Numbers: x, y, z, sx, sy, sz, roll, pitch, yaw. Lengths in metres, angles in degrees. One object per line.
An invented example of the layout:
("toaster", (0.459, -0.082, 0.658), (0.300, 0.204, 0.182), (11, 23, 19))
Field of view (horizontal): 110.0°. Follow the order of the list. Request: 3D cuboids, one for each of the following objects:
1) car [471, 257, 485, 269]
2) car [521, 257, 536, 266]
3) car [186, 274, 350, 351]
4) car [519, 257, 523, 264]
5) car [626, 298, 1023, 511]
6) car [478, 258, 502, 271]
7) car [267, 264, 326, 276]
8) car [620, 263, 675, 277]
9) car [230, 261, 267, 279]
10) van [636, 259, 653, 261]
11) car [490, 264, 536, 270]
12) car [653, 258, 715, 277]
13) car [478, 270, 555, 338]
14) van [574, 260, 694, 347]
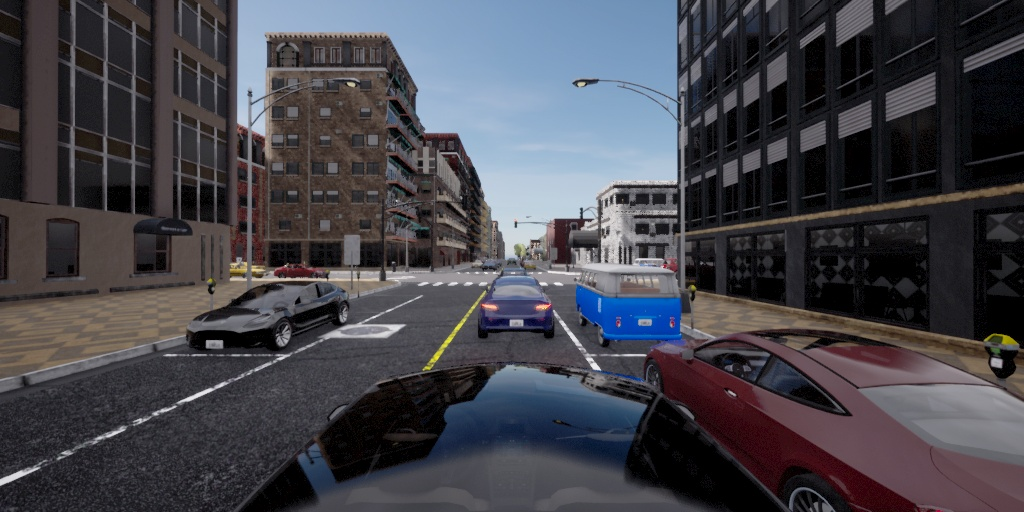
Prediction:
("car", (-5.698, 1.316, 59.164), (1.751, 1.417, 4.829), (0, 0, 0))
("car", (2.684, 1.309, 53.967), (1.751, 1.417, 4.829), (0, 0, 0))
("car", (-5.691, 1.317, 9.035), (1.948, 1.339, 4.313), (0, 0, 0))
("car", (2.683, 1.380, 64.875), (1.802, 1.307, 4.207), (0, 0, 0))
("car", (2.657, 1.332, 3.321), (1.802, 1.307, 4.207), (0, 0, 0))
("car", (-3.067, 1.328, 50.642), (2.033, 1.411, 5.357), (0, 0, 3))
("car", (-17.471, 1.283, 29.815), (4.207, 1.307, 1.802), (0, 0, 0))
("car", (13.398, 1.417, 35.706), (4.718, 1.301, 1.895), (0, 0, 1))
("car", (-22.963, 1.216, 29.801), (4.829, 1.417, 1.751), (0, 0, 0))
("van", (14.892, 1.174, 38.276), (3.998, 1.789, 1.690), (0, 0, 0))
("car", (0.090, 1.318, 18.462), (1.994, 1.385, 4.181), (0, 0, 0))
("car", (14.916, 1.107, 29.896), (5.009, 1.841, 2.192), (0, 0, 0))
("car", (0.100, 1.277, 10.010), (1.812, 1.442, 4.674), (0, 0, 0))
("van", (2.656, 1.092, 9.010), (1.690, 1.789, 3.998), (0, 0, 0))
